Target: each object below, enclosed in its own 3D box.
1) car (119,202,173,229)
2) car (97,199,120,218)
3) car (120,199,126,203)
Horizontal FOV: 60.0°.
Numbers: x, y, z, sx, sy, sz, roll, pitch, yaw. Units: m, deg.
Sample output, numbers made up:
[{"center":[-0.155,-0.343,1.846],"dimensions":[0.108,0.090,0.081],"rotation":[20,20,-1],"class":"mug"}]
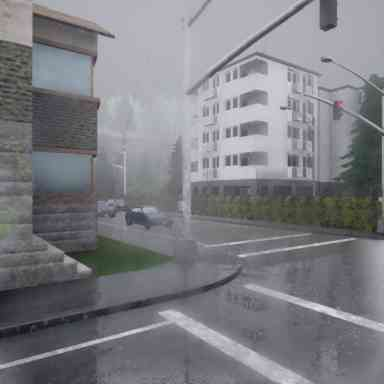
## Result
[{"center":[-3.128,1.702,23.316],"dimensions":[1.812,1.442,4.674],"rotation":[0,0,-36],"class":"car"},{"center":[-8.910,1.529,31.450],"dimensions":[2.097,1.767,4.553],"rotation":[0,0,-35],"class":"car"},{"center":[-8.777,1.528,37.599],"dimensions":[2.097,1.767,4.553],"rotation":[0,0,-35],"class":"car"}]
